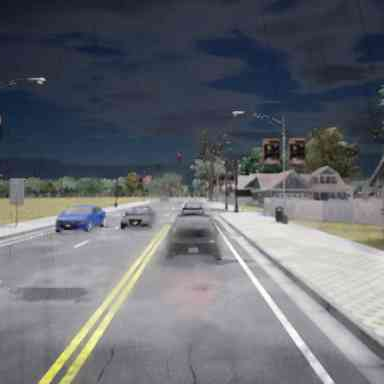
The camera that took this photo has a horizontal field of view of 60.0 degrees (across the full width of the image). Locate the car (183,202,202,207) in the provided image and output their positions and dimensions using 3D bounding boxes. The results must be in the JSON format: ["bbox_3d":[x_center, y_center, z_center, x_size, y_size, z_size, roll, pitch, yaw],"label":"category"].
[{"bbox_3d":[0.052,1.573,26.519,2.128,1.511,4.902,0,0,-1],"label":"car"}]

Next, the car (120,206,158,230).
[{"bbox_3d":[-3.338,1.633,21.602,1.994,1.385,4.181,0,0,0],"label":"car"}]

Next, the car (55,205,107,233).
[{"bbox_3d":[-6.594,1.543,20.196,1.882,1.535,5.008,0,0,0],"label":"car"}]

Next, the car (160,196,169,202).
[{"bbox_3d":[-6.548,1.741,80.154,2.033,1.411,5.357,0,0,0],"label":"car"}]

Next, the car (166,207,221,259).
[{"bbox_3d":[0.062,1.549,12.669,1.837,1.490,4.892,0,0,0],"label":"car"}]
